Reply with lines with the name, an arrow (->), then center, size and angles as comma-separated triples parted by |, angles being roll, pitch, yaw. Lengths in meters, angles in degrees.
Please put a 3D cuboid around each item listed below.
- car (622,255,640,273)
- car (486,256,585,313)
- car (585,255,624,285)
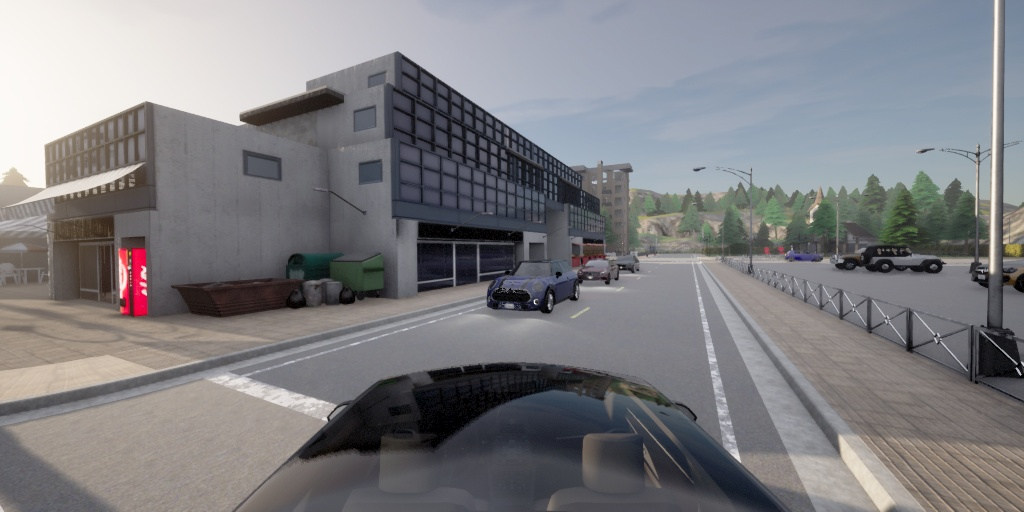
car -> 9.966, 0.642, 31.300 | 1.837, 1.490, 4.892 | 0, 1, 27
car -> 0.915, 0.910, 13.060 | 2.097, 1.767, 4.553 | 0, 1, 26
car -> 5.399, 0.875, 22.113 | 1.812, 1.442, 4.674 | 0, 1, 26
